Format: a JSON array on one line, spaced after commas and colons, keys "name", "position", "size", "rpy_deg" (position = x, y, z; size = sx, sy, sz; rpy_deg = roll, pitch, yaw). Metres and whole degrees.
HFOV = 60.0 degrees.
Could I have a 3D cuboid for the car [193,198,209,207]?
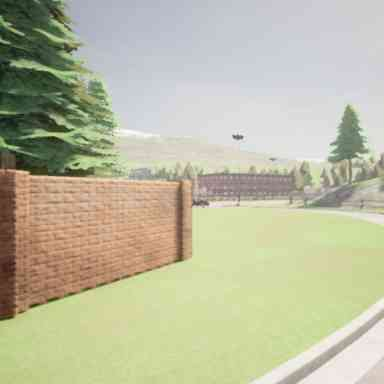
[{"name": "car", "position": [0.276, 1.644, 52.926], "size": [5.008, 1.535, 1.882], "rpy_deg": [0, 0, 11]}]
